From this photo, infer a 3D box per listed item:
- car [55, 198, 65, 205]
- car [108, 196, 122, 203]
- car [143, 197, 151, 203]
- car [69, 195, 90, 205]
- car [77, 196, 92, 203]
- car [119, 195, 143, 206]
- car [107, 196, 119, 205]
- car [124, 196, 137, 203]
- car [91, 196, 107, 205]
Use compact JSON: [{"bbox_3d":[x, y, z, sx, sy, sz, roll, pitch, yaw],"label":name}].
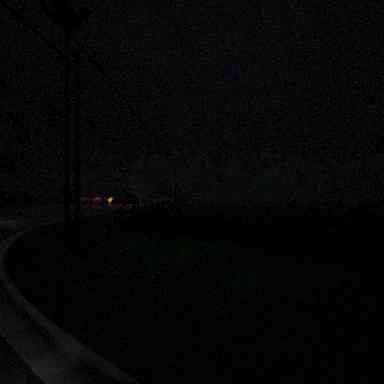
[{"bbox_3d":[-24.874,1.863,65.147,2.033,1.411,5.357,0,0,3],"label":"car"},{"bbox_3d":[-17.401,1.651,75.233,1.882,1.535,5.008,0,0,3],"label":"car"},{"bbox_3d":[-10.409,1.867,74.845,1.994,1.385,4.181,0,0,3],"label":"car"},{"bbox_3d":[-21.377,1.540,65.016,2.150,2.045,5.566,0,0,3],"label":"car"},{"bbox_3d":[-24.393,1.725,75.556,1.812,1.442,4.674,0,0,3],"label":"car"},{"bbox_3d":[-10.998,1.479,60.017,2.150,2.045,5.566,0,-1,3],"label":"car"},{"bbox_3d":[-14.363,1.645,65.143,2.097,1.767,4.553,0,0,3],"label":"car"},{"bbox_3d":[-13.905,1.713,75.071,1.994,1.385,4.181,0,0,3],"label":"car"},{"bbox_3d":[-17.860,1.907,65.270,1.895,1.301,4.718,0,0,3],"label":"car"}]
